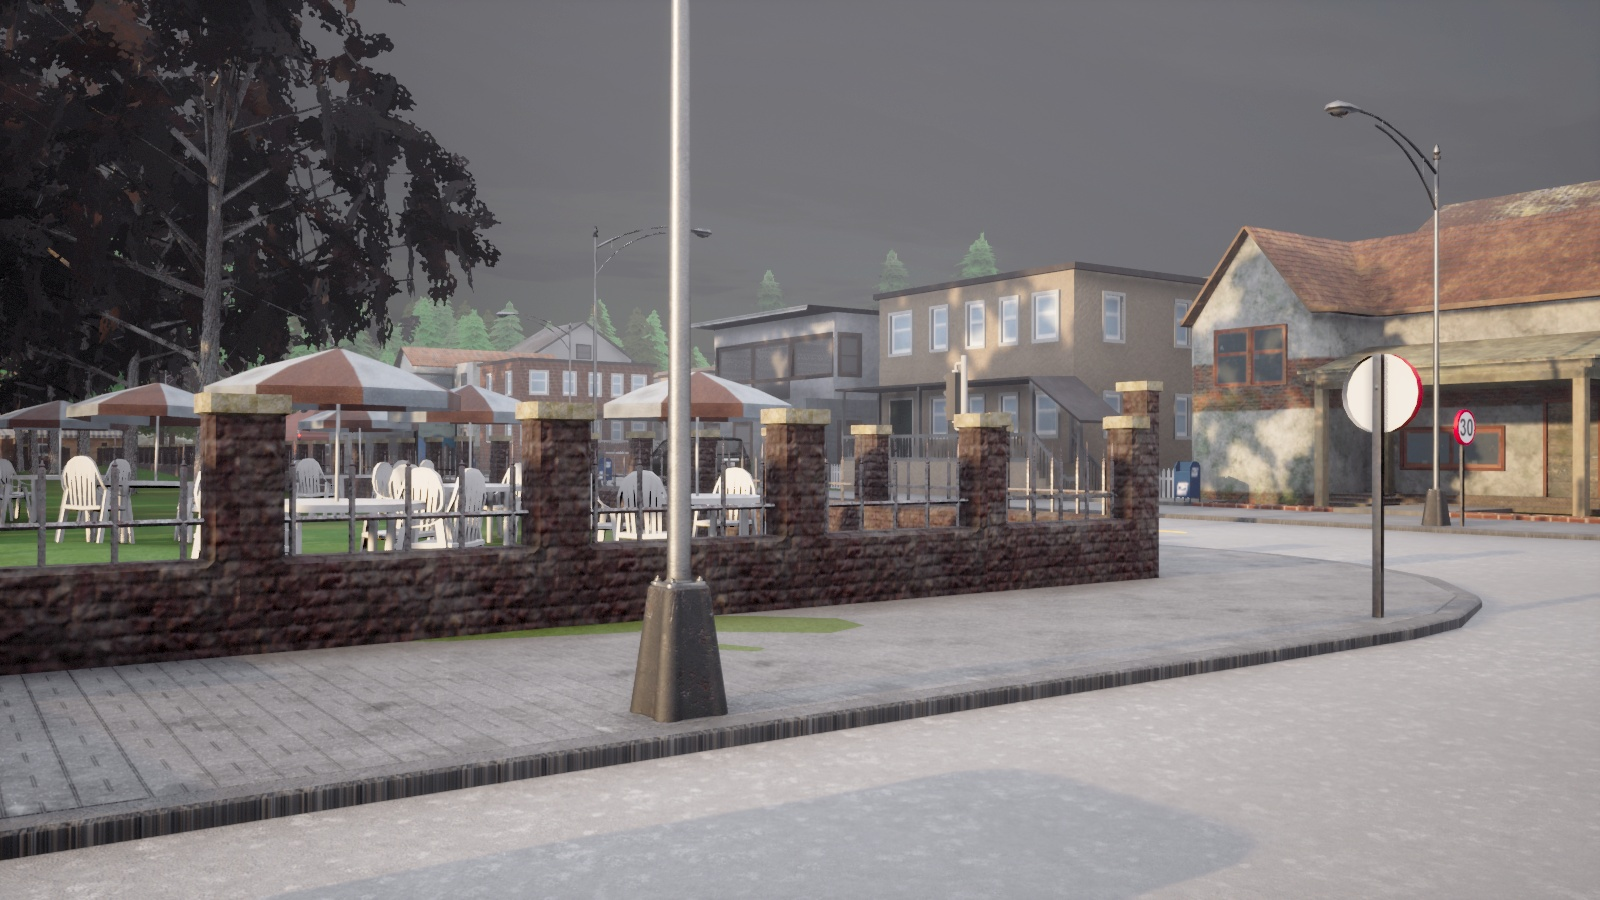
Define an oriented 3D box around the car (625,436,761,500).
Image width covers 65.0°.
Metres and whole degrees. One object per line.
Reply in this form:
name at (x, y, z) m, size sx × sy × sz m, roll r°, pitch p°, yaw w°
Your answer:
car at (-3.772, 0.581, 43.109) m, size 2.150 × 2.045 × 5.566 m, roll 0°, pitch 0°, yaw -35°
